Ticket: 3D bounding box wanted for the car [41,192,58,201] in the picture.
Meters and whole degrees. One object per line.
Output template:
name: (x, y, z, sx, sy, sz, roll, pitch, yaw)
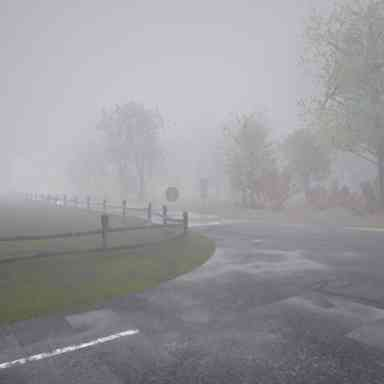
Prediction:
car: (-22.849, 0.709, 53.256, 1.812, 1.442, 4.674, -1, 1, -36)
